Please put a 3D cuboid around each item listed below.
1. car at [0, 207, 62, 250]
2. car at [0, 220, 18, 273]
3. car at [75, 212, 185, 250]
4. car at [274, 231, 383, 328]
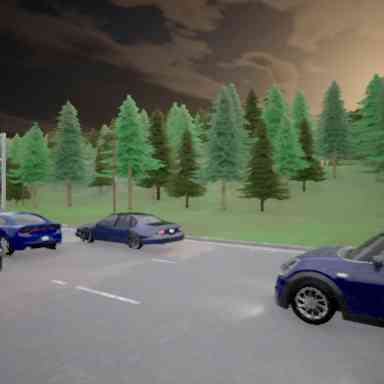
[{"bbox_3d":[-7.343,1.543,13.525,5.008,1.535,1.882,0,0,35],"label":"car"},{"bbox_3d":[-6.904,1.555,8.907,4.892,1.490,1.837,0,0,36],"label":"car"},{"bbox_3d":[-2.844,1.598,14.615,5.357,1.411,2.033,0,0,35],"label":"car"},{"bbox_3d":[3.745,1.352,5.605,4.553,1.767,2.097,0,0,36],"label":"car"}]
